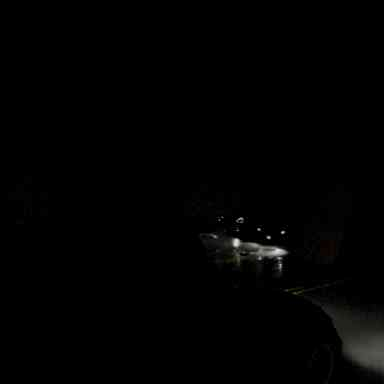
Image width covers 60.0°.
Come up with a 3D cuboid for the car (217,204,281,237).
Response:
[{"bbox_3d":[3.622,1.536,19.343,4.553,1.767,2.097,1,0,-35],"label":"car"}]

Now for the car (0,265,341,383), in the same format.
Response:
[{"bbox_3d":[-0.375,1.541,3.478,4.674,1.442,1.812,1,0,-35],"label":"car"}]

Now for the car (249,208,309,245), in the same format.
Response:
[{"bbox_3d":[5.606,1.678,16.459,5.357,1.411,2.033,1,0,-35],"label":"car"}]
